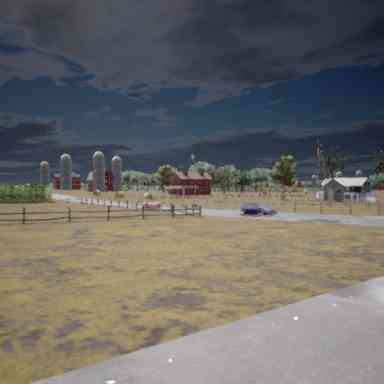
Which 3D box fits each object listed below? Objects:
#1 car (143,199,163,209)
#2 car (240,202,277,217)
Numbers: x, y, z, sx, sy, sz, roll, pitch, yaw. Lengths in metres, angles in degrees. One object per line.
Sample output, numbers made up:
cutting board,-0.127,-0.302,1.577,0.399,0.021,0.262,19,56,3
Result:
car,-6.984,2.118,59.797,2.097,1.767,4.553,-1,1,-35
car,7.795,1.955,39.094,2.097,1.767,4.553,-1,0,-36
